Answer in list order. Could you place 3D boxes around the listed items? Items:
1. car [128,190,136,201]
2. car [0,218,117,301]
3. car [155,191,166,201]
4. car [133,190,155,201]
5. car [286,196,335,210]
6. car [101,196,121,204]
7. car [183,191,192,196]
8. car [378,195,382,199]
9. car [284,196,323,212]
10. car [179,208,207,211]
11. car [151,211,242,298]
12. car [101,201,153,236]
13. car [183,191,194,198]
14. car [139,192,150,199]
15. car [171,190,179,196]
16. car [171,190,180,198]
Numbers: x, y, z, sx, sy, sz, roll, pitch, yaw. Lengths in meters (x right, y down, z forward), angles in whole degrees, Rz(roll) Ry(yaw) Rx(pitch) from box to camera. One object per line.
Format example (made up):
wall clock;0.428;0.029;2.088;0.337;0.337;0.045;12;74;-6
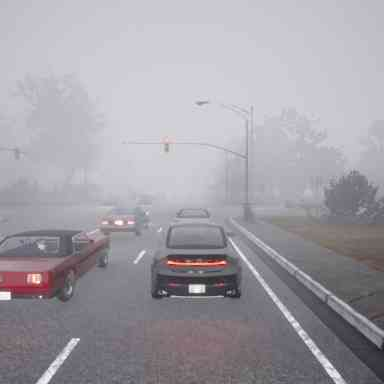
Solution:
car;-10.683;0.726;63.868;2.150;2.045;5.566;0;0;0
car;-3.415;1.570;8.209;1.895;1.301;4.718;0;0;0
car;-7.180;1.001;68.434;2.033;1.411;5.357;0;1;0
car;-6.940;0.989;48.802;2.097;1.767;4.553;0;0;-3
car;13.659;1.214;38.436;4.902;1.511;2.128;0;0;-3
car;-10.684;1.240;44.155;1.994;1.385;4.181;0;0;0
car;-1.441;0.456;95.186;2.033;1.411;5.357;0;1;-7
car;23.743;0.939;39.026;5.566;2.045;2.150;0;0;-4
car;12.088;1.245;34.640;4.902;1.511;2.128;0;1;-3
car;0.076;1.495;17.703;1.895;1.301;4.718;0;0;0
car;0.086;1.472;8.390;1.837;1.490;4.892;0;0;0
car;-3.449;1.441;17.798;2.033;1.411;5.357;0;0;-1
car;-0.687;0.775;85.309;1.994;1.385;4.181;0;1;-4
car;-10.799;0.846;75.450;1.882;1.535;5.008;0;1;-1
car;-4.921;0.275;94.818;2.097;1.767;4.553;0;1;-7
car;-4.159;0.756;84.771;2.128;1.511;4.902;0;1;-4
